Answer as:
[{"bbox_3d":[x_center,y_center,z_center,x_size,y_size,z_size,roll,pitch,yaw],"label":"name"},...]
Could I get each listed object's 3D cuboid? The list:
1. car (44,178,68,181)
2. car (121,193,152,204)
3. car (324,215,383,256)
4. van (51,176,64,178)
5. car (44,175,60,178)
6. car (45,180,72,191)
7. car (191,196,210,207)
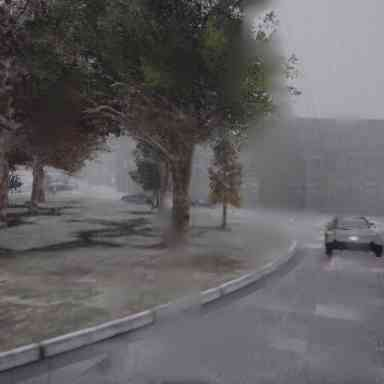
[{"bbox_3d":[-30.545,-1.640,75.839,5.366,1.575,1.946,-1,6,-45],"label":"car"},{"bbox_3d":[-7.350,0.873,44.524,4.181,1.385,1.994,3,1,24],"label":"car"},{"bbox_3d":[6.559,1.650,13.811,1.994,1.385,4.181,0,0,22],"label":"car"},{"bbox_3d":[-31.599,-2.129,78.793,4.442,1.987,1.878,-1,6,-45],"label":"van"},{"bbox_3d":[-32.972,-2.411,81.435,5.566,2.045,2.435,-1,6,-45],"label":"car"},{"bbox_3d":[-27.870,-1.119,70.465,4.892,1.521,2.231,-1,6,-45],"label":"car"},{"bbox_3d":[0.366,1.194,43.715,4.181,1.385,1.994,3,1,40],"label":"car"}]
